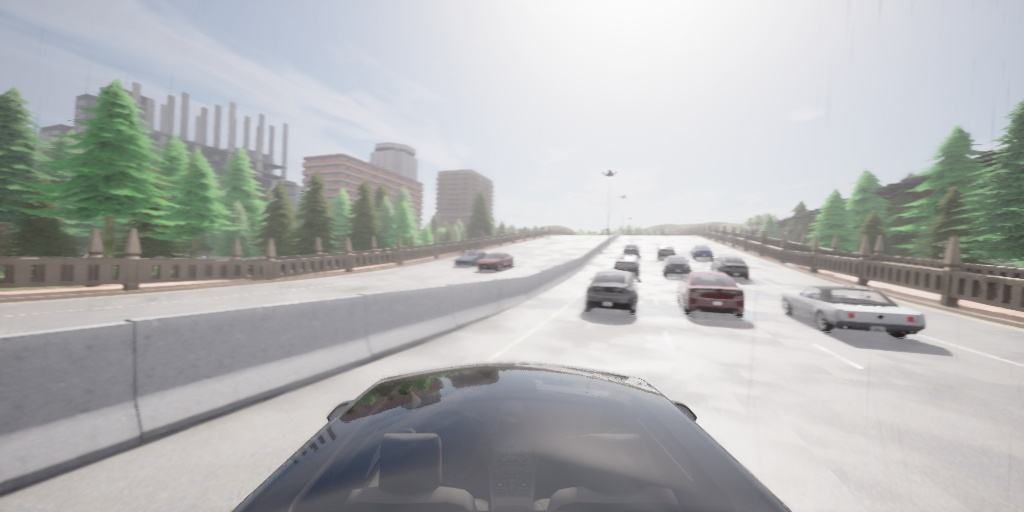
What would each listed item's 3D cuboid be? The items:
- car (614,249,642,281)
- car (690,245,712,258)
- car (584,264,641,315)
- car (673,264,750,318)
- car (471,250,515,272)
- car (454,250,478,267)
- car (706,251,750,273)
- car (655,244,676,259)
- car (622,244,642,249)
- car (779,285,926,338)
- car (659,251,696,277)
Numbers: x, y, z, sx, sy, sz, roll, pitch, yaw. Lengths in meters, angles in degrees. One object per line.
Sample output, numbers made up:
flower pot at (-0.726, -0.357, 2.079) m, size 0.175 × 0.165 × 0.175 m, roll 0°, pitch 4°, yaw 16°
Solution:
car at (9.002, 0.599, 28.071) m, size 2.128 × 1.511 × 4.902 m, roll 1°, pitch 5°, yaw 20°
car at (19.990, -0.469, 37.860) m, size 1.812 × 1.442 × 4.674 m, roll 1°, pitch 7°, yaw 20°
car at (4.121, 1.339, 14.572) m, size 1.837 × 1.490 × 4.892 m, roll 1°, pitch 2°, yaw 20°
car at (7.795, 1.367, 14.420) m, size 1.882 × 1.535 × 5.008 m, roll 1°, pitch 2°, yaw 20°
car at (-1.300, 0.419, 30.763) m, size 1.882 × 1.535 × 5.008 m, roll 1°, pitch 5°, yaw 20°
car at (-3.598, 0.172, 34.628) m, size 2.033 × 1.411 × 5.357 m, roll 1°, pitch 6°, yaw 20°
car at (15.669, 0.756, 25.922) m, size 1.837 × 1.490 × 4.892 m, roll 1°, pitch 6°, yaw 20°
car at (16.596, -0.553, 38.772) m, size 2.128 × 1.511 × 4.902 m, roll 1°, pitch 6°, yaw 20°
car at (13.308, -0.620, 39.970) m, size 1.837 × 1.490 × 4.892 m, roll 1°, pitch 7°, yaw 20°
car at (10.471, 1.607, 11.573) m, size 1.895 × 1.301 × 4.718 m, roll 1°, pitch 2°, yaw 20°
car at (12.366, 0.697, 27.077) m, size 1.812 × 1.442 × 4.674 m, roll 1°, pitch 5°, yaw 20°
